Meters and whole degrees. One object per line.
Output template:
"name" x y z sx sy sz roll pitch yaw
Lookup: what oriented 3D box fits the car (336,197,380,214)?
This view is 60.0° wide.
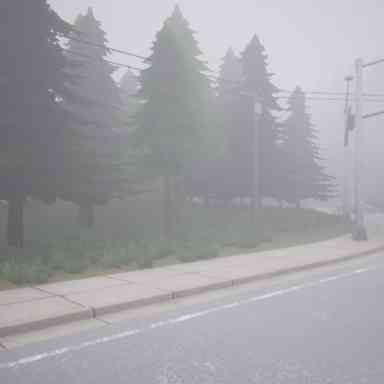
"car" 17.008 1.518 34.985 1.812 1.442 4.674 0 0 -10

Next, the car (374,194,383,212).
"car" 20.717 1.213 35.614 2.150 2.045 5.566 0 0 -8
